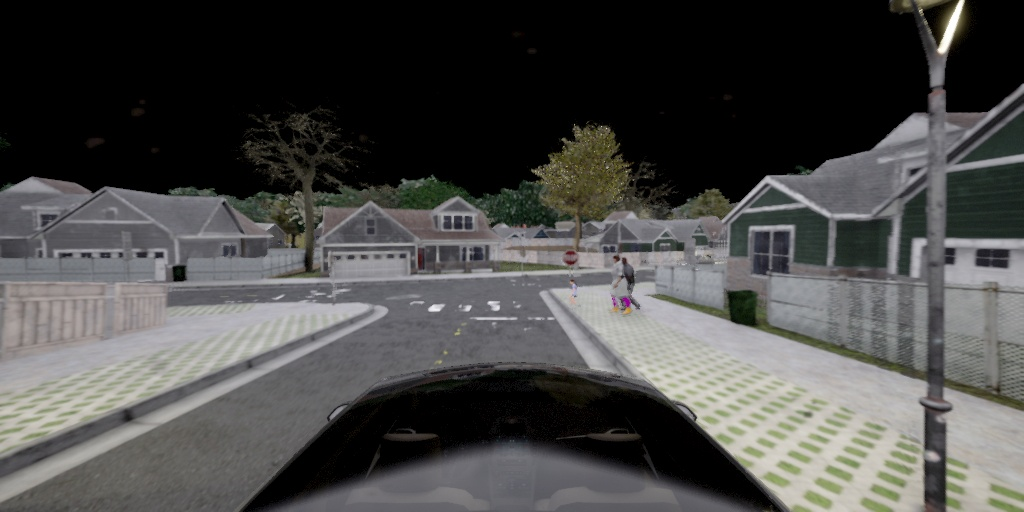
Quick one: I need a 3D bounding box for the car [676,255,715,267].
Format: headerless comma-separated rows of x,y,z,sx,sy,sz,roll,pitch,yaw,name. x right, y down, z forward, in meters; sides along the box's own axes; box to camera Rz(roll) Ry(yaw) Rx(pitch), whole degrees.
18.409,0.673,35.968,4.902,1.511,2.128,-2,4,-35,car

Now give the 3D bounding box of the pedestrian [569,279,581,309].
2.111,1.217,12.085,0.500,1.100,0.500,-3,3,0,pedestrian

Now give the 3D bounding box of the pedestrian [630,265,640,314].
3.718,0.841,11.462,0.375,1.860,0.375,-3,3,0,pedestrian

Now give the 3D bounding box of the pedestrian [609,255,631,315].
3.242,0.844,10.862,0.375,1.860,0.375,-3,3,0,pedestrian
